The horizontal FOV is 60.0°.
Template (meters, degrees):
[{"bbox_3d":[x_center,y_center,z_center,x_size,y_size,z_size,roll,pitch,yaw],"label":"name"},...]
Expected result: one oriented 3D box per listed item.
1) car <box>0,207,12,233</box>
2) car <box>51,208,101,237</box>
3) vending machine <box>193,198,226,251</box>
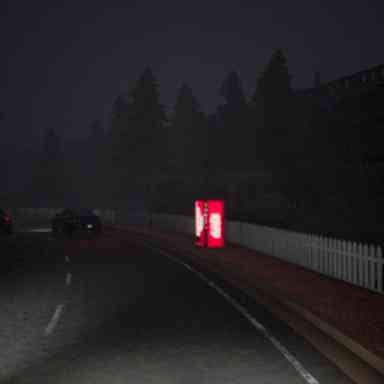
[{"bbox_3d":[-12.911,1.627,20.652,2.097,1.767,4.553,0,0,-43],"label":"car"},{"bbox_3d":[-6.826,1.669,19.536,1.812,1.442,4.674,0,-1,-37],"label":"car"},{"bbox_3d":[0.750,1.326,14.092,1.100,2.100,0.880,0,-1,-24],"label":"vending machine"}]
